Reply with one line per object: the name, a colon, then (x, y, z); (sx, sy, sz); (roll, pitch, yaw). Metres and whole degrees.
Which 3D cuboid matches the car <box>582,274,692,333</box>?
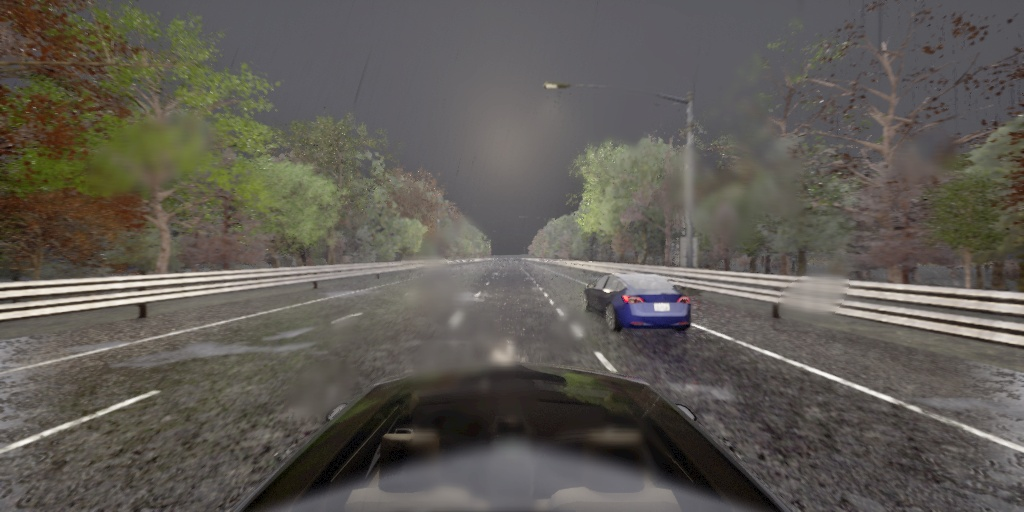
car: (3.499, 1.253, 10.827); (2.163, 1.488, 4.792); (0, 0, -1)
